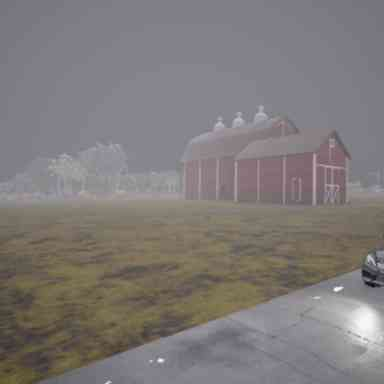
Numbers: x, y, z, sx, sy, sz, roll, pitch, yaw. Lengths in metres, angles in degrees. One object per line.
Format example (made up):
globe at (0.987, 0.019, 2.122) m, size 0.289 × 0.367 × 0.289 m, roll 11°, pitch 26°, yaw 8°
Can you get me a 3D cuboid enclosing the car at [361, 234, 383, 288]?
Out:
car at (5.772, 1.387, 7.800) m, size 4.674 × 1.442 × 1.812 m, roll -1°, pitch 0°, yaw -39°
